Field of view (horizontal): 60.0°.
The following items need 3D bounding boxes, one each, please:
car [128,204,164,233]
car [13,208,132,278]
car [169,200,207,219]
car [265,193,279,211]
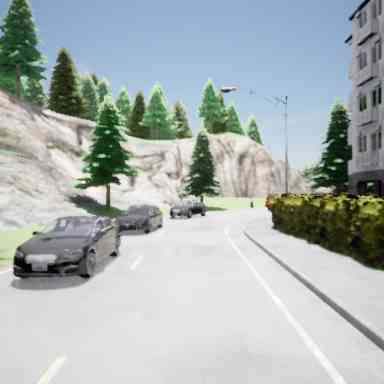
[{"bbox_3d":[-2.965,1.480,19.498,1.837,1.490,4.892,0,0,8],"label":"car"},{"bbox_3d":[-3.486,1.479,10.148,2.128,1.511,4.902,0,0,1],"label":"car"},{"bbox_3d":[-0.277,1.455,29.163,2.128,1.511,4.902,0,0,25],"label":"car"},{"bbox_3d":[10.824,1.174,38.543,5.566,2.045,2.150,0,0,-36],"label":"car"}]
